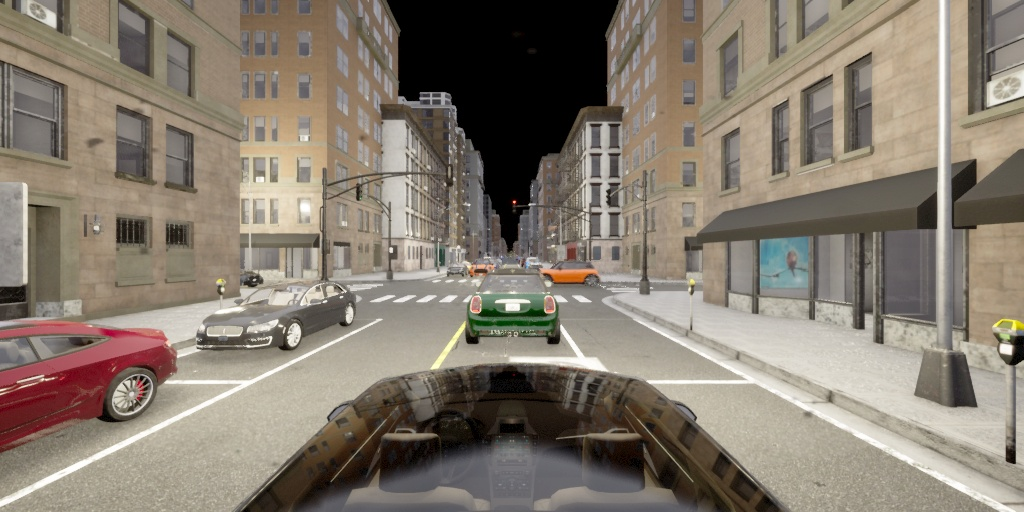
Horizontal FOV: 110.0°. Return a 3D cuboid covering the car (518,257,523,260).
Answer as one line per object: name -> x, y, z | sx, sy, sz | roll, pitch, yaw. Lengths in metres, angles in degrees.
car -> 2.625, 1.059, 62.778 | 2.192, 1.841, 5.009 | 0, 0, 0

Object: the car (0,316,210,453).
car -> -5.389, 1.332, 3.186 | 1.802, 1.307, 4.207 | 0, 0, 0

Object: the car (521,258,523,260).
car -> 2.626, 1.327, 51.966 | 1.802, 1.307, 4.207 | 0, 0, 0

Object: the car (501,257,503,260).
car -> -2.841, 1.250, 54.766 | 1.837, 1.490, 4.892 | 0, 0, 0

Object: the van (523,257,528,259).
van -> 2.626, 1.086, 46.559 | 1.690, 1.789, 3.998 | 0, 0, 0

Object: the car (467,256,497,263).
car -> -2.832, 1.099, 34.684 | 2.097, 1.767, 4.553 | 0, 0, 0

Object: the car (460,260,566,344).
car -> 0.038, 1.102, 9.712 | 2.097, 1.767, 4.553 | 0, 0, 1

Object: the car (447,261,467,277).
car -> -5.401, 1.297, 35.743 | 2.007, 1.370, 4.403 | 0, 0, 0

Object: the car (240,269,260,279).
car -> -17.150, 1.224, 21.099 | 4.181, 1.385, 1.994 | 0, 0, 0

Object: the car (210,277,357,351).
car -> -5.391, 1.300, 8.867 | 2.007, 1.370, 4.403 | 0, 0, 0

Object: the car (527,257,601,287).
car -> 3.543, 1.122, 24.086 | 4.553, 1.767, 2.097 | 0, 0, 0

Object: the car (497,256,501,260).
car -> -2.852, 1.098, 44.607 | 2.097, 1.767, 4.553 | 0, 0, -1
